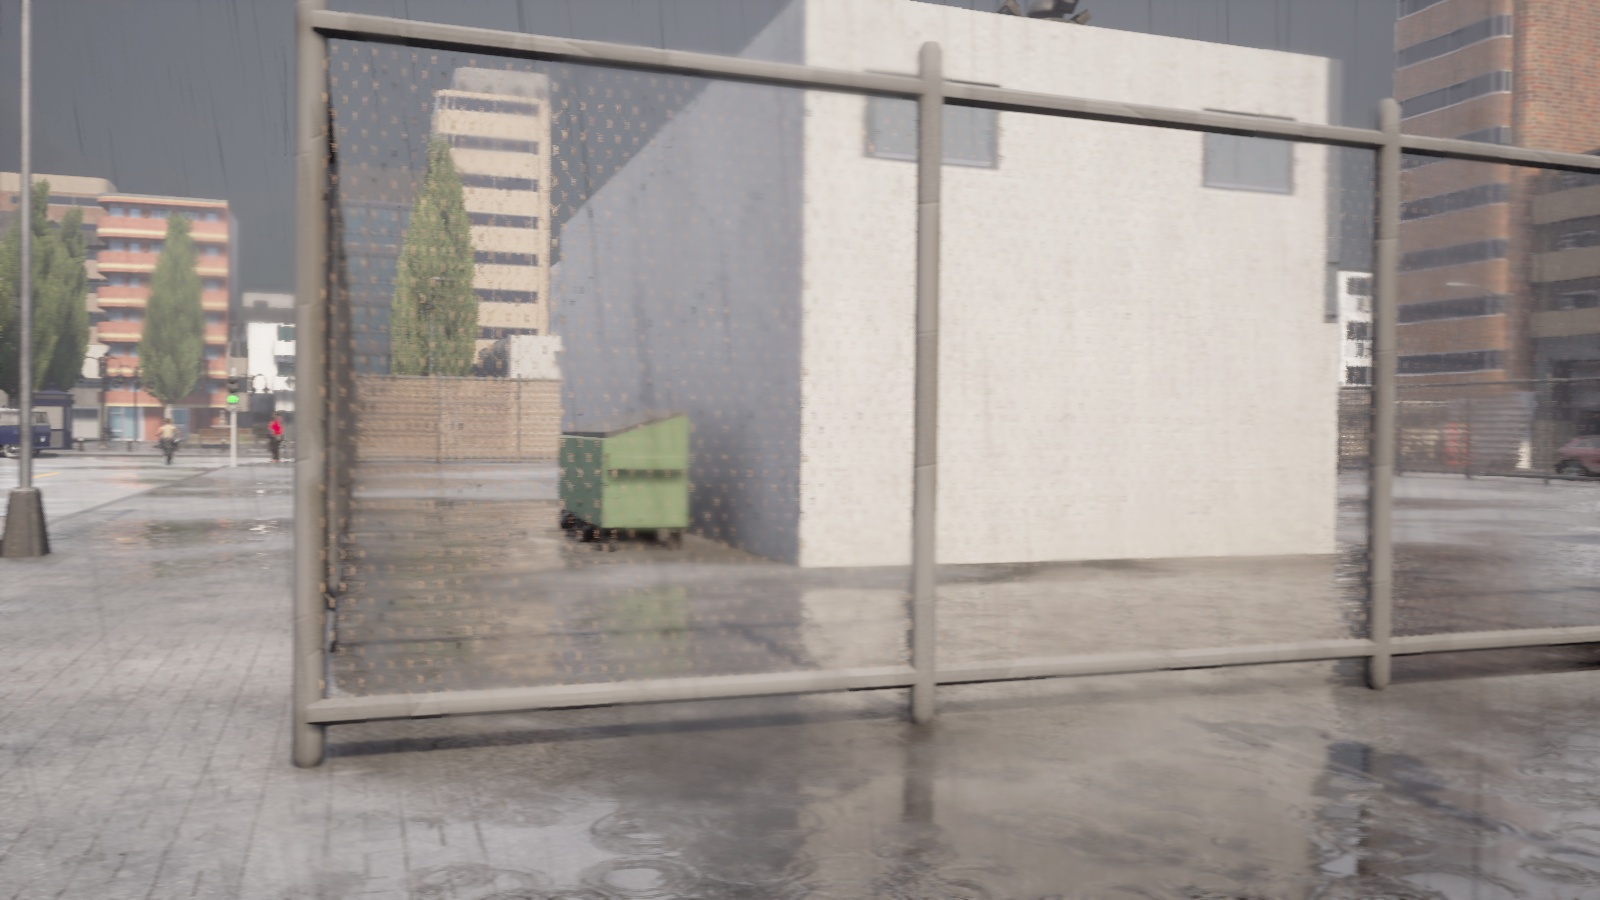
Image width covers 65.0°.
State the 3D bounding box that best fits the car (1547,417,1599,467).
[{"bbox_3d":[27.266,-0.277,40.966,2.033,1.649,4.856,-1,1,-18],"label":"car"}]

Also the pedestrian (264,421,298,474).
[{"bbox_3d":[-18.217,-0.092,44.069,0.899,1.844,0.634,-2,1,-44],"label":"pedestrian"}]

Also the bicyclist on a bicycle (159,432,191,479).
[{"bbox_3d":[-21.848,0.174,43.919,0.866,1.612,1.509,-2,1,-23],"label":"bicyclist on a bicycle"}]

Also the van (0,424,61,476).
[{"bbox_3d":[-31.765,-0.004,49.260,4.442,1.987,1.775,-1,1,-9],"label":"van"}]
